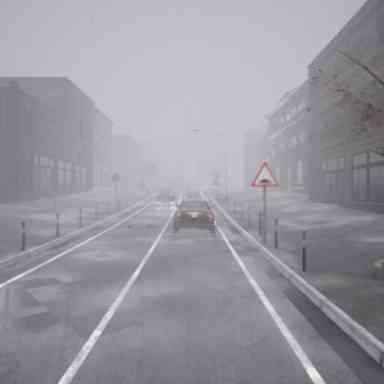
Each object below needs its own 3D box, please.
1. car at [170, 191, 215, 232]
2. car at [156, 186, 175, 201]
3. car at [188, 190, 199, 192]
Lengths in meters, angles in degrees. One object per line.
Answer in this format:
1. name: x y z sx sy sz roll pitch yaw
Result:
1. car: 0.131 1.096 18.438 2.097 1.767 4.553 2 2 0
2. car: -3.100 0.136 39.970 2.097 1.767 4.553 0 4 0
3. car: 0.082 0.490 37.387 2.033 1.411 5.357 0 3 0
